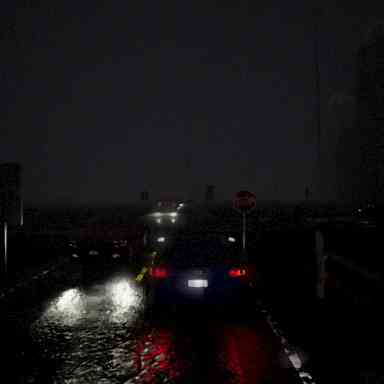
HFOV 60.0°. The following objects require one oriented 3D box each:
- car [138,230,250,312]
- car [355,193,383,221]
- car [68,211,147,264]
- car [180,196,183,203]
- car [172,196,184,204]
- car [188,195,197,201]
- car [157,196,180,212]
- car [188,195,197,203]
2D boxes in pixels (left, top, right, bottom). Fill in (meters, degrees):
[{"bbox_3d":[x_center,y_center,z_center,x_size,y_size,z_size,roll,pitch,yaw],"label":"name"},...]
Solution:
[{"bbox_3d":[0.106,1.562,7.807,1.994,1.385,4.181,0,0,0],"label":"car"},{"bbox_3d":[15.154,0.960,24.579,5.566,2.045,2.150,-1,1,0],"label":"car"},{"bbox_3d":[-2.839,1.476,12.078,1.882,1.535,5.008,0,0,0],"label":"car"},{"bbox_3d":[-2.791,1.563,50.486,2.033,1.411,5.357,0,0,0],"label":"car"},{"bbox_3d":[-2.706,1.527,66.944,2.128,1.511,4.902,0,0,1],"label":"car"},{"bbox_3d":[0.082,1.490,79.386,1.994,1.385,4.181,0,0,0],"label":"car"},{"bbox_3d":[-2.810,1.359,38.705,2.097,1.767,4.553,0,0,0],"label":"car"},{"bbox_3d":[0.072,1.585,68.961,2.033,1.411,5.357,0,0,0],"label":"car"}]
